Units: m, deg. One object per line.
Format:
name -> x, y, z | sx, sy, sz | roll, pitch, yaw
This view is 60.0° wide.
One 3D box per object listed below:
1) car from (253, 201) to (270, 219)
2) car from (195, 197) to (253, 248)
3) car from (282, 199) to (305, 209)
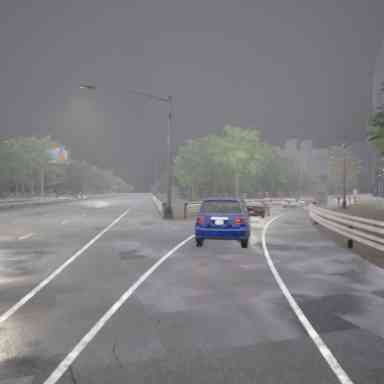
car -> 5.840, 1.531, 29.936 | 1.882, 1.535, 5.008 | 0, 0, 21
car -> 1.546, 1.254, 15.226 | 2.150, 2.045, 5.566 | 0, 0, 11
car -> 14.197, 1.668, 46.222 | 1.895, 1.301, 4.718 | 0, 0, 34
